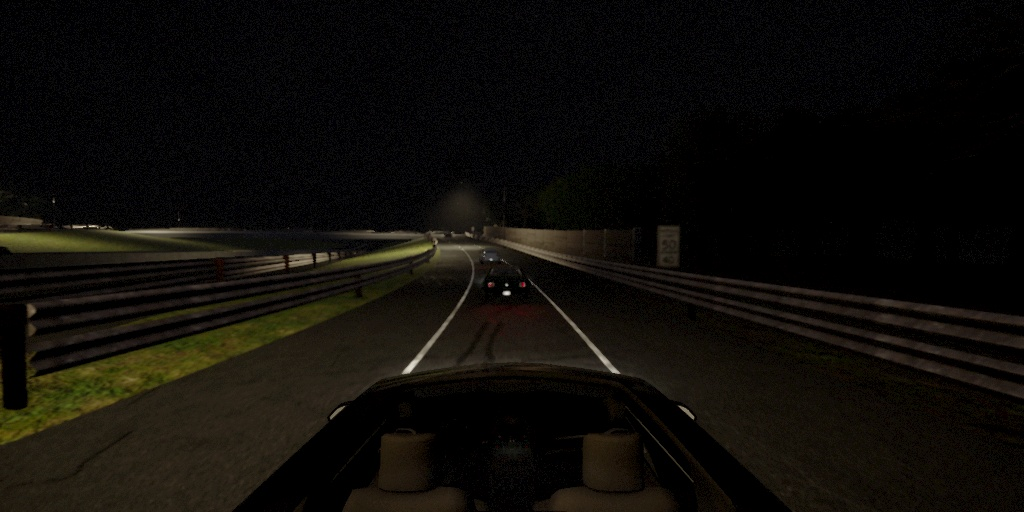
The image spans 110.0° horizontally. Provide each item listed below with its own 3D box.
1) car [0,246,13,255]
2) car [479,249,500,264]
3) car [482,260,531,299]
[{"bbox_3d":[-39.489,0.271,25.807,2.150,2.045,5.566,0,1,-20],"label":"car"},{"bbox_3d":[-2.288,-0.026,36.207,1.812,1.442,4.674,0,4,-8],"label":"car"},{"bbox_3d":[-0.321,1.074,16.087,1.895,1.301,4.718,0,2,-3],"label":"car"}]
